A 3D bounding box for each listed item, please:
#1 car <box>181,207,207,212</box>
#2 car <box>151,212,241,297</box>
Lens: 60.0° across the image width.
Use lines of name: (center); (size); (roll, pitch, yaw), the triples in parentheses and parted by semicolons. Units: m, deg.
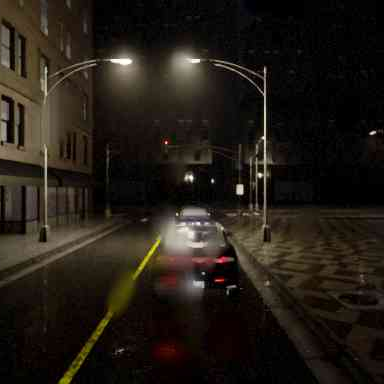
car: (0.088, 1.539, 18.644); (2.033, 1.411, 5.357); (0, 0, -2)
car: (0.085, 1.488, 8.532); (2.128, 1.511, 4.902); (0, 0, 0)
